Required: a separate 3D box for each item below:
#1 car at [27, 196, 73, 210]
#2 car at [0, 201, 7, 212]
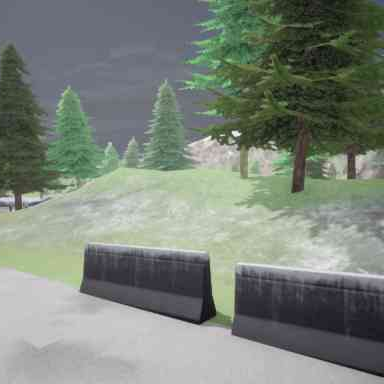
[{"bbox_3d":[-18.462,1.374,42.803,5.008,1.535,1.882,0,0,-42],"label":"car"},{"bbox_3d":[-21.870,1.398,34.400,2.128,1.511,4.902,0,0,42],"label":"car"}]
